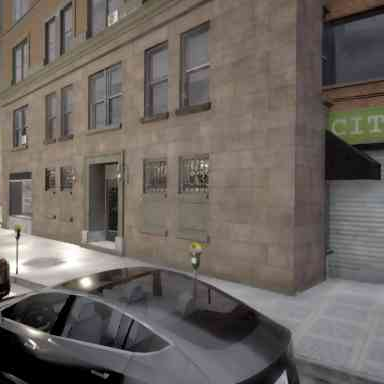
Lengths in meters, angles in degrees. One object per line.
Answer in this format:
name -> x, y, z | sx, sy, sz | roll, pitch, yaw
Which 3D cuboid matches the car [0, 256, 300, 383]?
car -> -1.010, 1.565, 3.793 | 4.313, 1.339, 1.947 | 0, 1, 35
